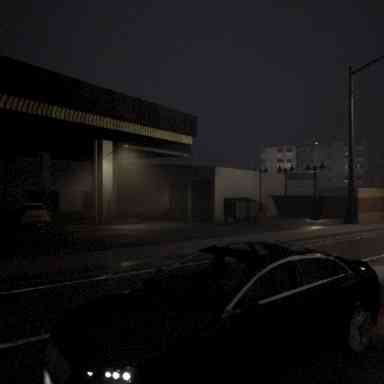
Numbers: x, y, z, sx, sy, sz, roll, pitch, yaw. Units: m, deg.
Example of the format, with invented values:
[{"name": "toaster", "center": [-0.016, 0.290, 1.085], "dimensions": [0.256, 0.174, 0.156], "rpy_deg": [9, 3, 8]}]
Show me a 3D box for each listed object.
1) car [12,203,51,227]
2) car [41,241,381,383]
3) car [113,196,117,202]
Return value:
[{"name": "car", "center": [-10.675, 1.456, 22.009], "dimensions": [1.970, 1.475, 3.806], "rpy_deg": [0, 0, -35]}, {"name": "car", "center": [0.669, 1.492, 4.489], "dimensions": [4.902, 1.511, 2.128], "rpy_deg": [0, 0, -36]}, {"name": "car", "center": [-16.408, 1.502, 68.174], "dimensions": [4.892, 1.490, 1.837], "rpy_deg": [0, 0, -26]}]
